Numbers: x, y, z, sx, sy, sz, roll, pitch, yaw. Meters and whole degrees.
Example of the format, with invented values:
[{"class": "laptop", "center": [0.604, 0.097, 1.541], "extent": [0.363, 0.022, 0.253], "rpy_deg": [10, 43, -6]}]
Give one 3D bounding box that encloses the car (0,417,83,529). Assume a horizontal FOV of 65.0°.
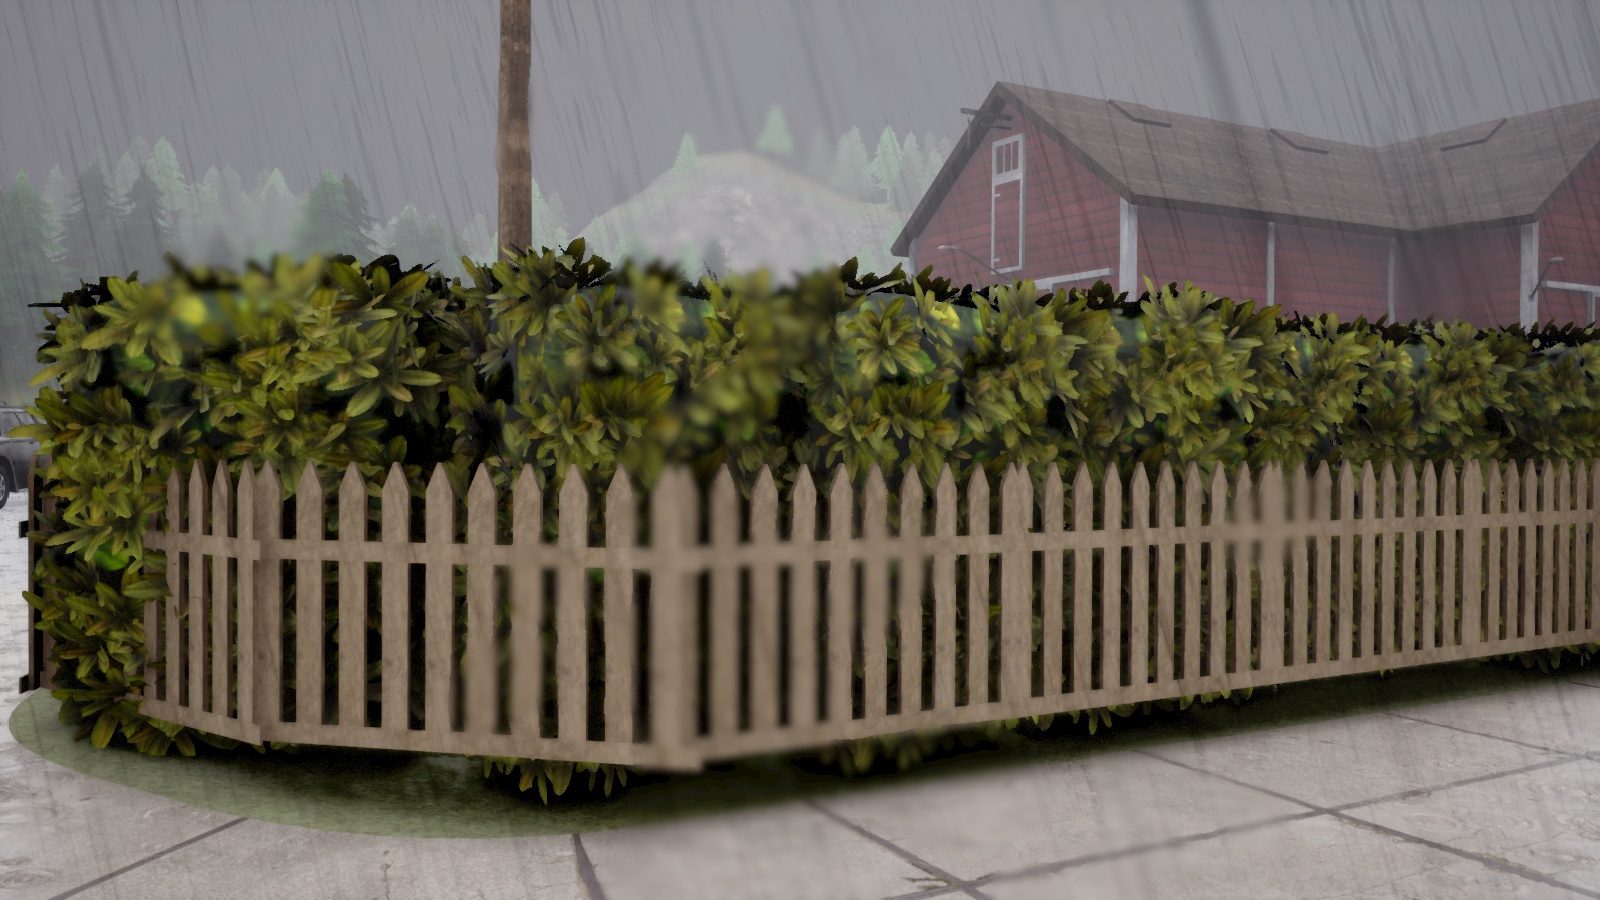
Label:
[{"class": "car", "center": [-14.599, 0.373, 22.277], "extent": [1.932, 1.855, 4.605], "rpy_deg": [-1, 1, -12]}]
